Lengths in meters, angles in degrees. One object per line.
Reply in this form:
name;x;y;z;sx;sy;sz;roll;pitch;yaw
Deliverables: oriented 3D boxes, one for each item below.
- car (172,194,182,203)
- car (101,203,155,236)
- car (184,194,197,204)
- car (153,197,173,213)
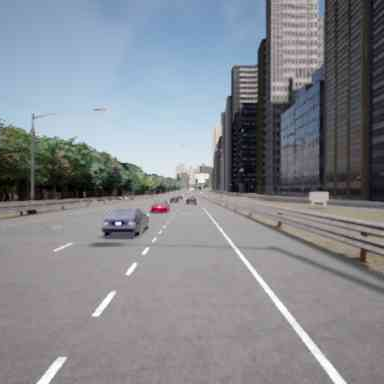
car;-3.810;1.628;72.971;1.837;1.490;4.892;0;0;0
car;-3.527;1.557;18.402;2.033;1.411;5.357;0;0;0
car;-0.138;1.603;63.704;1.837;1.490;4.892;0;0;0
car;-3.598;1.605;38.428;1.994;1.385;4.181;0;0;0
